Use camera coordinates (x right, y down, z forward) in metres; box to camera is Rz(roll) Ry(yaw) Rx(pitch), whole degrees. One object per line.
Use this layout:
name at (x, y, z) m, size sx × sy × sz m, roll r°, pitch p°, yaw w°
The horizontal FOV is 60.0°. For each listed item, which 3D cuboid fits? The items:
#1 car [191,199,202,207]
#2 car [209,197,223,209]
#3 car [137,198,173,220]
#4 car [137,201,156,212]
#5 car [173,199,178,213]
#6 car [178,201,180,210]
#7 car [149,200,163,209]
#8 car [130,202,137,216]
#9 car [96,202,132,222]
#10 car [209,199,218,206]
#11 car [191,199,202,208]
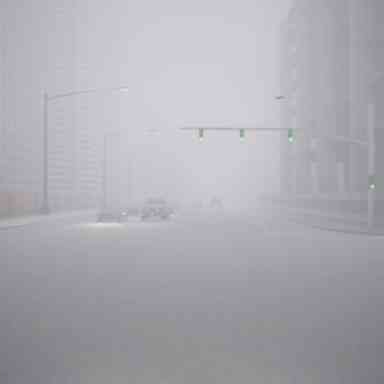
car at (1.000, 2.297, 69.834) m, size 2.128 × 1.511 × 4.902 m, roll 0°, pitch -1°, yaw 1°
car at (4.257, 1.876, 59.288) m, size 2.150 × 2.045 × 5.566 m, roll 0°, pitch -1°, yaw 1°
car at (-3.445, 1.579, 32.116) m, size 2.150 × 2.045 × 5.566 m, roll 0°, pitch -1°, yaw 2°
car at (-6.577, 2.102, 48.300) m, size 1.994 × 1.385 × 4.181 m, roll 0°, pitch -1°, yaw 2°
car at (-3.224, 1.972, 42.027) m, size 1.837 × 1.490 × 4.892 m, roll 0°, pitch -1°, yaw 1°
car at (-2.978, 1.931, 52.182) m, size 2.097 × 1.767 × 4.553 m, roll 0°, pitch -1°, yaw 2°
car at (-6.322, 2.173, 58.220) m, size 1.812 × 1.442 × 4.674 m, roll 0°, pitch -1°, yaw 2°
car at (-6.817, 1.906, 38.384) m, size 1.882 × 1.535 × 5.008 m, roll 0°, pitch -1°, yaw 1°
car at (-7.006, 1.895, 29.559) m, size 1.994 × 1.385 × 4.181 m, roll 0°, pitch -1°, yaw 1°
car at (4.501, 2.188, 69.896) m, size 1.837 × 1.490 × 4.892 m, roll 0°, pitch -1°, yaw 1°
car at (0.872, 2.228, 59.962) m, size 1.994 × 1.385 × 4.181 m, roll 0°, pitch -1°, yaw 1°
